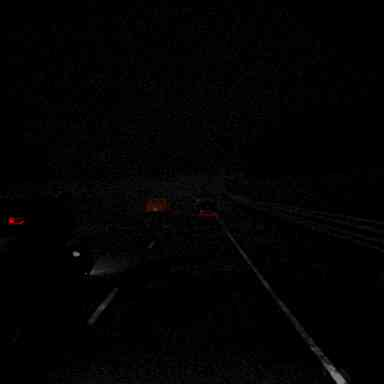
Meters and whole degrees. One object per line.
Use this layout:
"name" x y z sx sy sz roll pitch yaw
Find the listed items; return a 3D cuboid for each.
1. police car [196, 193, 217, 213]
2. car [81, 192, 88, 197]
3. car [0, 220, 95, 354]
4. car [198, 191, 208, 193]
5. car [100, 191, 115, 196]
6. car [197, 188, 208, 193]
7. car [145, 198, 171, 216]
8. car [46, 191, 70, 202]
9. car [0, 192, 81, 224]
"police car" 1.555 1.178 34.018 1.930 1.638 5.238 0 1 2
"car" -19.630 0.759 57.385 1.882 1.535 5.008 0 2 3
"car" -3.378 1.522 5.981 2.033 1.411 5.357 0 0 0
"car" 2.121 1.015 49.712 1.837 1.490 4.892 0 1 2
"car" -15.838 0.618 62.714 2.128 1.511 4.902 0 2 3
"car" 1.976 0.422 68.001 1.812 1.442 4.674 0 2 3
"car" -2.990 1.261 30.218 1.882 1.535 5.008 0 1 1
"car" -23.122 0.750 57.569 1.882 1.535 5.008 0 2 3
"car" -6.804 1.146 13.930 2.150 2.045 5.566 0 0 1
